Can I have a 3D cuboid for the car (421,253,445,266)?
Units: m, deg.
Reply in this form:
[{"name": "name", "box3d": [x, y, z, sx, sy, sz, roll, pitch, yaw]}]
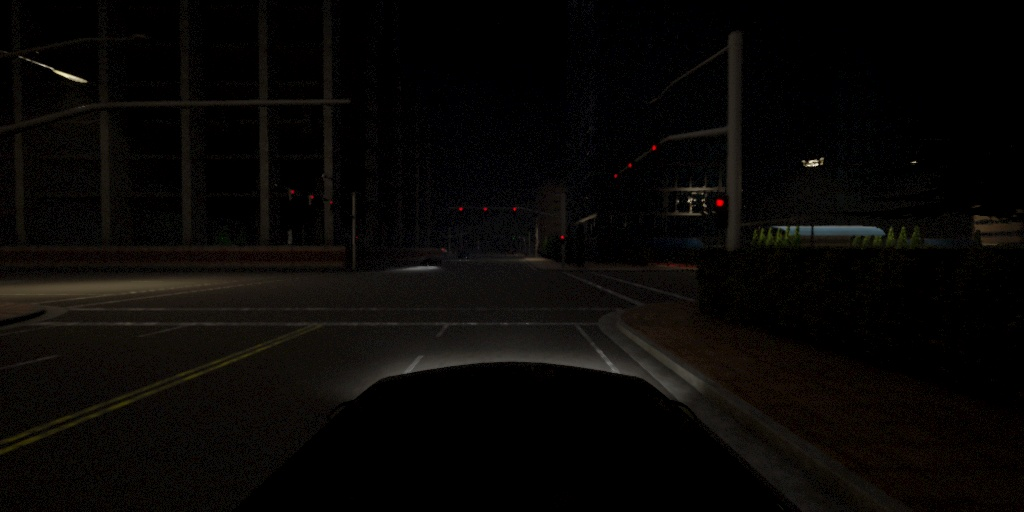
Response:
[{"name": "car", "box3d": [-10.506, 0.670, 46.887, 1.895, 1.301, 4.718, 0, 1, 0]}]
